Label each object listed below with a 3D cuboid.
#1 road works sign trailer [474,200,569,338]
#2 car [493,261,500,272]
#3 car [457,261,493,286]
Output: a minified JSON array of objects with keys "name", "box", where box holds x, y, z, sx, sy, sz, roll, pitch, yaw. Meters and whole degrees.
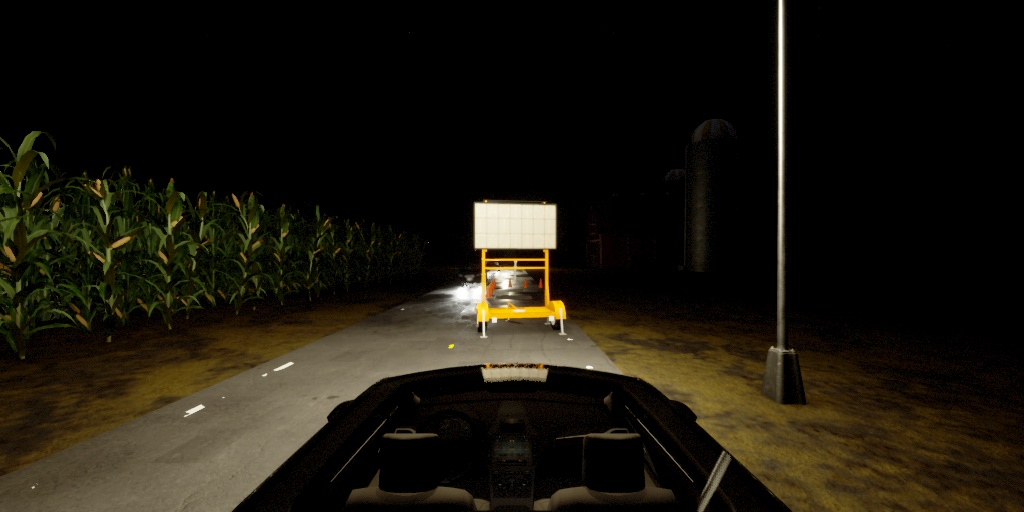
[{"name":"road works sign trailer","box":[0.076,0.219,10.317,2.380,3.560,2.880,0,0,-9]},{"name":"car","box":[-2.656,1.447,51.784,2.128,1.511,4.902,0,0,0]},{"name":"car","box":[-2.801,1.290,26.086,2.128,1.511,4.902,0,0,0]}]
